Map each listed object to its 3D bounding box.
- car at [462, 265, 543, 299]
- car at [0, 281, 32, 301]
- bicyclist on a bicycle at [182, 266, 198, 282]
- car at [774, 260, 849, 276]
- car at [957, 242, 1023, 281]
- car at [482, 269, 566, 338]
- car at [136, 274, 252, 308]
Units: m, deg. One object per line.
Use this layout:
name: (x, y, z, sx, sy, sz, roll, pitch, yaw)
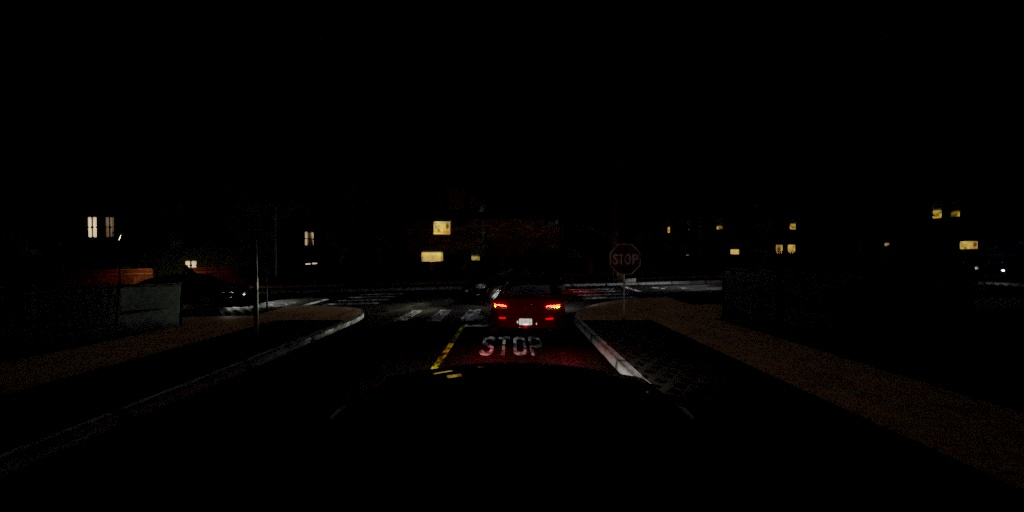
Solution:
car: (0.113, 1.182, 16.633, 5.008, 1.535, 1.882, -1, -1, -35)
car: (-24.882, 1.790, 16.517, 5.008, 1.535, 1.882, -1, 1, 0)
bicyclist on a bicycle: (-20.176, 1.413, 22.371, 0.582, 1.620, 1.656, -1, 1, 0)
car: (15.319, 0.919, 19.545, 4.718, 1.301, 1.895, -1, 1, 0)
car: (28.005, 0.241, 19.562, 5.566, 2.045, 2.150, -1, 1, -1)
car: (0.529, 1.276, 10.130, 1.812, 1.442, 4.674, 0, 0, 6)
car: (-14.794, 1.578, 16.536, 4.892, 1.490, 1.837, -1, 1, 0)
